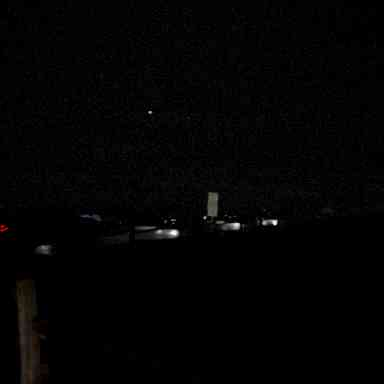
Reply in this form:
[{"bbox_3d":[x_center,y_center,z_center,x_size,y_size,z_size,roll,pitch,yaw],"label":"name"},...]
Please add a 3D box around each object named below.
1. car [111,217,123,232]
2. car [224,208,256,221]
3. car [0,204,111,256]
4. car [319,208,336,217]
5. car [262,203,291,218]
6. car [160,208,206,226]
[{"bbox_3d":[-6.659,1.906,20.036,2.033,1.411,5.357,3,0,36],"label":"car"},{"bbox_3d":[5.429,2.501,36.769,1.837,1.490,4.892,3,0,37],"label":"car"},{"bbox_3d":[-6.751,1.590,15.314,2.150,2.045,5.566,2,0,32],"label":"car"},{"bbox_3d":[22.633,3.346,55.617,1.812,1.442,4.674,3,1,37],"label":"car"},{"bbox_3d":[11.695,2.523,45.385,2.150,2.045,5.566,3,0,38],"label":"car"},{"bbox_3d":[-0.685,2.182,28.319,1.837,1.490,4.892,3,0,36],"label":"car"}]
